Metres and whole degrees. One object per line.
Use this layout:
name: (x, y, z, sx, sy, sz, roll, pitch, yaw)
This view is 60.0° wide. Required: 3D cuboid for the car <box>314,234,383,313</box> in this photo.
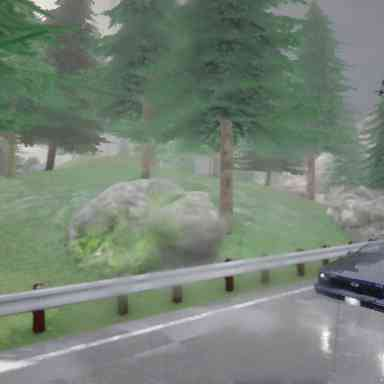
car: (5.126, 1.660, 7.666, 5.357, 1.411, 2.033, 1, -1, -35)
